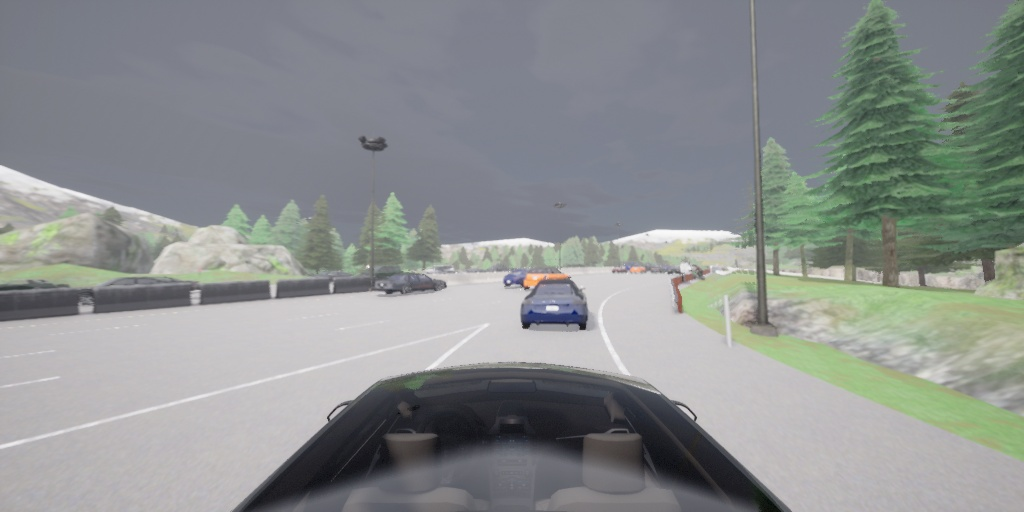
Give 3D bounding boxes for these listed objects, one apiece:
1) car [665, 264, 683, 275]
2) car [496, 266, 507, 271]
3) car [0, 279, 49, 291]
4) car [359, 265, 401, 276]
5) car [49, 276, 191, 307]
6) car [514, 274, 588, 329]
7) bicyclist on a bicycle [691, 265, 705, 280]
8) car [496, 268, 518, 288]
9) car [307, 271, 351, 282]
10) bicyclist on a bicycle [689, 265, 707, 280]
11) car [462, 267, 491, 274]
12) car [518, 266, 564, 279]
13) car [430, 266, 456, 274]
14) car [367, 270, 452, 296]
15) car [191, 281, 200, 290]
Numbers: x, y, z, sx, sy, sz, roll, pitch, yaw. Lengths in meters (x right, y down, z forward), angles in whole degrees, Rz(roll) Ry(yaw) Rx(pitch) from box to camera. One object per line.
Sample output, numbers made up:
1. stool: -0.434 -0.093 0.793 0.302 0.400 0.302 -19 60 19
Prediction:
1. car: 27.141 2.402 59.413 1.895 1.301 4.718 -2 -2 32
2. car: -0.097 2.638 55.787 1.994 1.385 4.181 -2 -2 32
3. car: -39.006 2.491 28.401 4.718 1.301 1.895 0 -2 -26
4. car: -15.909 2.184 43.696 2.150 2.045 5.566 -2 -2 32
5. car: -22.110 1.936 20.484 1.882 1.535 5.008 -2 -2 32
6. car: 1.497 1.472 11.956 1.994 1.385 4.181 -1 -1 11
7. bicyclist on a bicycle: 20.178 1.820 39.148 1.656 1.620 0.582 0 -1 25
8. car: 0.955 1.911 30.671 1.812 1.442 4.674 -2 -2 32
9. car: -21.483 2.499 42.289 2.128 1.511 4.902 -2 -1 38
10. bicyclist on a bicycle: 20.714 1.834 39.993 0.582 1.620 1.656 3 -3 -35
11. car: -6.245 2.739 59.121 2.128 1.511 4.902 -2 -2 32
12. car: 2.746 1.613 26.936 2.097 1.767 4.553 -2 -2 32
13. car: -8.642 2.314 42.113 2.128 1.511 4.902 -2 -2 32
14. car: -6.873 1.893 24.717 2.033 1.411 5.357 -2 -2 32
15. car: -26.609 2.220 26.470 2.033 1.411 5.357 -1 -1 32
